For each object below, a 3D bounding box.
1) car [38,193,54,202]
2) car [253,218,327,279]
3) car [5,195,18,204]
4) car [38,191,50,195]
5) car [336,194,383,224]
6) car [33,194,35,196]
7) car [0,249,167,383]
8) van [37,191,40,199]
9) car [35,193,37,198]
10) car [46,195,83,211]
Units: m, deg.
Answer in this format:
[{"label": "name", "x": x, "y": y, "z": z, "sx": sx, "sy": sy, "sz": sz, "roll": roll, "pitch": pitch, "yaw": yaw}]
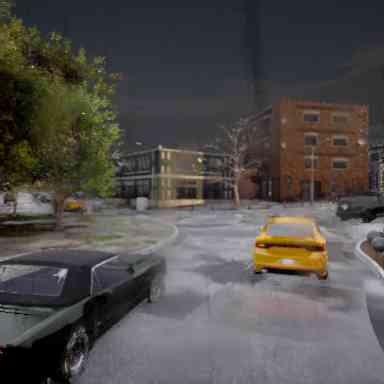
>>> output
[{"label": "car", "x": -28.162, "y": 1.455, "z": 67.772, "sx": 4.792, "sy": 1.488, "sz": 2.163, "roll": 0, "pitch": 0, "yaw": -27}, {"label": "car", "x": 3.092, "y": 1.537, "z": 10.421, "sx": 1.882, "sy": 1.535, "sz": 5.008, "roll": 0, "pitch": 0, "yaw": 18}, {"label": "car", "x": -33.098, "y": 1.136, "z": 60.989, "sx": 2.150, "sy": 2.045, "sz": 5.566, "roll": 0, "pitch": 0, "yaw": -28}, {"label": "car", "x": -30.562, "y": 1.263, "z": 72.648, "sx": 4.553, "sy": 1.767, "sz": 2.185, "roll": 0, "pitch": 0, "yaw": -27}, {"label": "car", "x": 13.407, "y": 1.181, "z": 25.175, "sx": 5.566, "sy": 2.045, "sz": 2.150, "roll": -2, "pitch": 1, "yaw": -27}, {"label": "car", "x": -38.097, "y": 0.944, "z": 87.526, "sx": 5.566, "sy": 2.045, "sz": 2.435, "roll": 0, "pitch": 1, "yaw": -27}, {"label": "car", "x": -1.921, "y": 1.609, "z": 5.487, "sx": 1.895, "sy": 1.301, "sz": 4.718, "roll": 0, "pitch": 0, "yaw": 13}, {"label": "van", "x": -32.007, "y": 1.137, "z": 75.175, "sx": 4.442, "sy": 1.987, "sz": 1.878, "roll": 0, "pitch": 0, "yaw": -27}, {"label": "car", "x": -35.677, "y": 1.263, "z": 82.666, "sx": 5.008, "sy": 1.535, "sz": 2.097, "roll": 0, "pitch": 1, "yaw": -27}, {"label": "car", "x": -16.053, "y": 1.546, "z": 42.431, "sx": 5.008, "sy": 1.535, "sz": 1.882, "roll": 0, "pitch": 0, "yaw": 36}]
